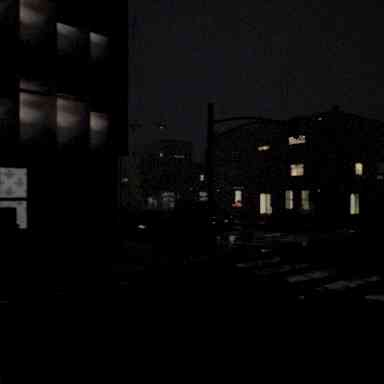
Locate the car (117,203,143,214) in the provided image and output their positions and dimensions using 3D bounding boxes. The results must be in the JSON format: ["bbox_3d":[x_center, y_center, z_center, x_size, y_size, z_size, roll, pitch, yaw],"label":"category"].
[{"bbox_3d":[-8.915,2.367,47.511,2.008,1.369,4.403,-1,0,-37],"label":"car"}]

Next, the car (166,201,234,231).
[{"bbox_3d":[0.675,1.672,24.979,2.150,2.045,5.566,0,-1,-37],"label":"car"}]

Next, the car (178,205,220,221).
[{"bbox_3d":[0.671,2.122,34.867,2.008,1.369,4.403,-1,0,-37],"label":"car"}]

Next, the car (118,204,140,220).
[{"bbox_3d":[-5.558,2.159,33.336,2.033,1.411,5.357,0,-1,-37],"label":"car"}]

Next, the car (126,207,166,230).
[{"bbox_3d":[-2.946,2.054,25.271,1.947,1.339,4.313,-1,0,-37],"label":"car"}]
